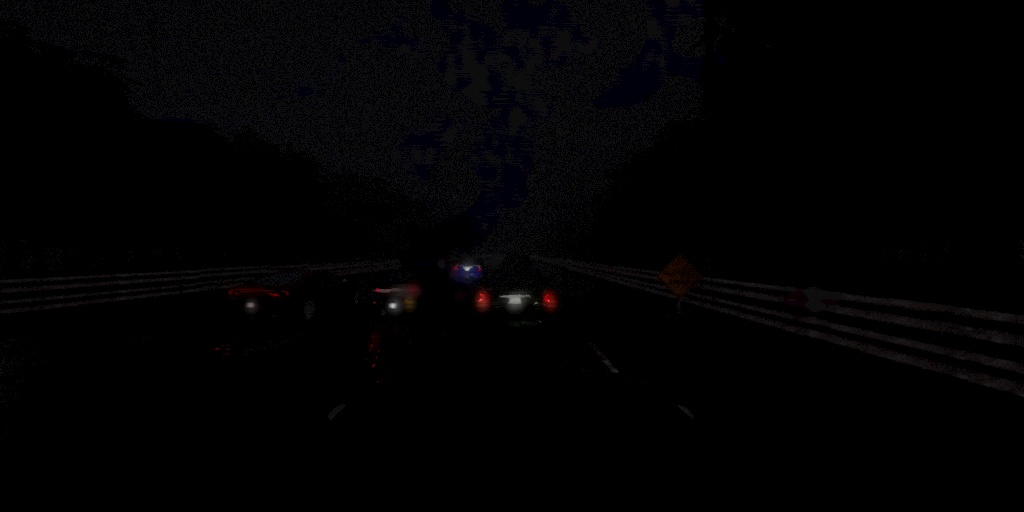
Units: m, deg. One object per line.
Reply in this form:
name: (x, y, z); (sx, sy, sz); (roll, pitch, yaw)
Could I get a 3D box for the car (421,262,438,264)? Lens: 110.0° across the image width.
car: (-6.520, 1.171, 28.413); (1.994, 1.385, 4.181); (0, 0, 1)

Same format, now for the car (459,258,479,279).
car: (-3.041, 0.967, 27.512); (2.097, 1.767, 4.553); (0, 0, 1)

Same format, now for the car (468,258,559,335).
car: (0.144, 1.065, 10.534); (2.097, 1.767, 4.553); (0, 1, 1)

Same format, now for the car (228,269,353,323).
car: (-6.828, 1.175, 11.960); (1.882, 1.535, 5.008); (0, 0, 1)

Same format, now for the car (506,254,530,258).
car: (0.433, 0.849, 26.449); (2.150, 2.045, 5.566); (0, 1, 2)

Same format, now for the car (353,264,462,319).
car: (-3.312, 1.188, 12.589); (2.128, 1.511, 4.902); (0, 0, 1)

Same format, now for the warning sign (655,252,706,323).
warning sign: (4.612, 0.832, 9.915); (1.300, 1.860, 1.060); (0, 0, 1)
